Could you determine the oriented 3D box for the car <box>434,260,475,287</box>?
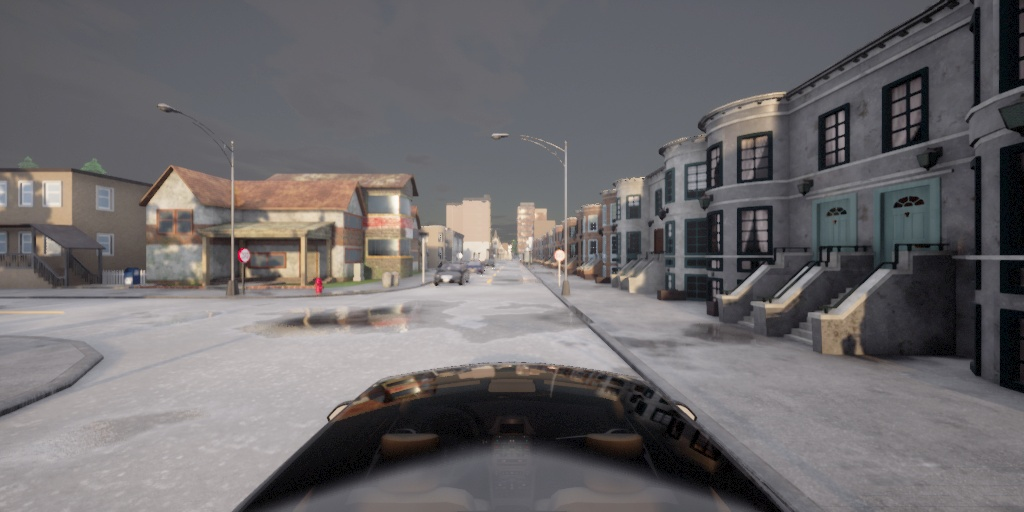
[{"bbox_3d":[-4.041,1.230,24.585,2.128,1.511,4.902,0,0,0],"label":"car"}]

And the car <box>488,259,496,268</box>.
[{"bbox_3d":[-3.834,1.228,60.699,1.837,1.490,4.892,0,0,0],"label":"car"}]

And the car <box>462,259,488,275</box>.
[{"bbox_3d":[-3.995,1.257,38.674,1.812,1.442,4.674,0,0,0],"label":"car"}]
